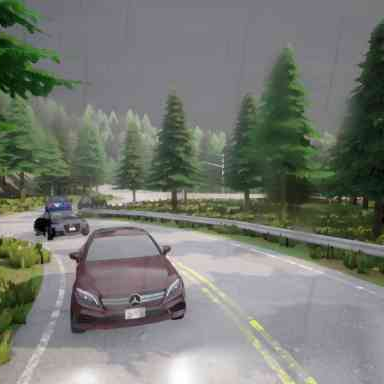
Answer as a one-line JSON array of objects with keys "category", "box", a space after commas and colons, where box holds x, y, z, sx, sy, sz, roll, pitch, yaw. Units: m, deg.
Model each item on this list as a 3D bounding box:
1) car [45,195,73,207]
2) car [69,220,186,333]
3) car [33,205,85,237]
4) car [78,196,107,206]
[{"category": "car", "box": [-12.869, 1.325, 32.229, 2.150, 2.045, 5.566, -1, 0, -18]}, {"category": "car", "box": [-1.523, 1.523, 7.086, 1.812, 1.442, 4.674, -2, 0, -17]}, {"category": "car", "box": [-7.074, 1.663, 17.831, 1.994, 1.385, 4.181, -4, 2, -38]}, {"category": "car", "box": [-12.727, 1.288, 42.820, 2.097, 1.767, 4.553, 2, 2, 13]}]
